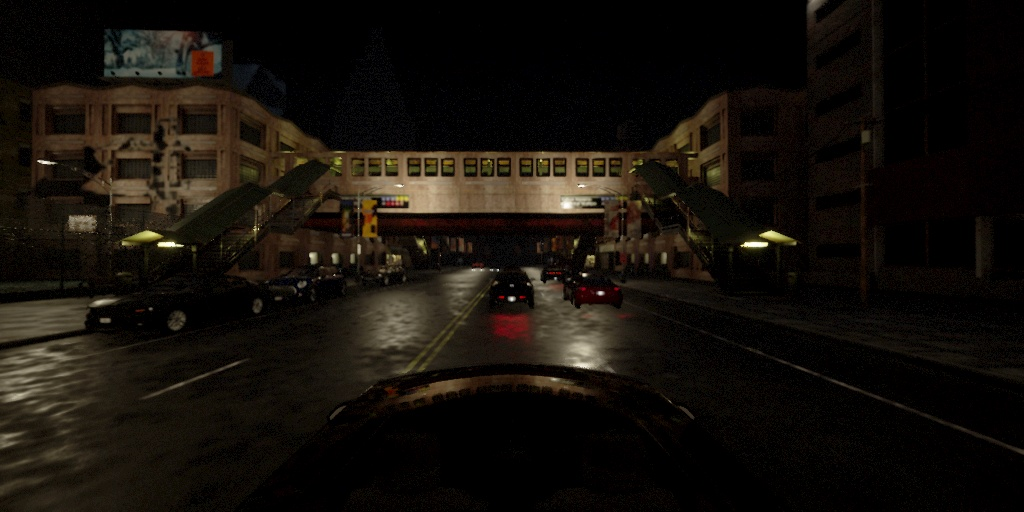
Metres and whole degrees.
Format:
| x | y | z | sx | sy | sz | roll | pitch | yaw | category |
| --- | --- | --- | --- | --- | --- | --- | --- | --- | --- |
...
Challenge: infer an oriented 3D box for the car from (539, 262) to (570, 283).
| x | y | z | sx | sy | sz | roll | pitch | yaw | category |
| --- | --- | --- | --- | --- | --- | --- | --- | --- | --- |
| 3.501 | 1.549 | 31.137 | 1.837 | 1.490 | 4.892 | 0 | 0 | 0 | car |

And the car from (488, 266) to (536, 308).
| x | y | z | sx | sy | sz | roll | pitch | yaw | category |
| --- | --- | --- | --- | --- | --- | --- | --- | --- | --- |
| 0.001 | 1.401 | 16.155 | 1.837 | 1.490 | 4.892 | 0 | 0 | 0 | car |

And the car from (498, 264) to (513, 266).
| x | y | z | sx | sy | sz | roll | pitch | yaw | category |
| --- | --- | --- | --- | --- | --- | --- | --- | --- | --- |
| 0.001 | 1.549 | 31.159 | 1.837 | 1.490 | 4.892 | 0 | 0 | 0 | car |

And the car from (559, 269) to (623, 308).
| x | y | z | sx | sy | sz | roll | pitch | yaw | category |
| --- | --- | --- | --- | --- | --- | --- | --- | --- | --- |
| 3.501 | 1.458 | 16.153 | 1.994 | 1.385 | 4.181 | 0 | -1 | 0 | car |
